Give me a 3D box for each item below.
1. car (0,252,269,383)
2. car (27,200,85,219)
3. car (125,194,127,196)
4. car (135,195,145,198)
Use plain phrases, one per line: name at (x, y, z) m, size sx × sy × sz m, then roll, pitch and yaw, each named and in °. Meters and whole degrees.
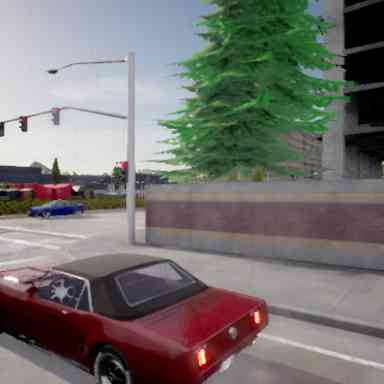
car at (-1.416, 1.611, 4.994) m, size 4.718 × 1.301 × 1.895 m, roll 0°, pitch 0°, yaw 36°
car at (-11.914, 1.490, 29.336) m, size 1.882 × 1.535 × 5.008 m, roll 0°, pitch 0°, yaw 35°
car at (-15.130, 1.557, 88.696) m, size 3.806 × 1.475 × 1.970 m, roll 0°, pitch 0°, yaw 35°
car at (-9.381, 1.276, 70.662) m, size 4.605 × 1.855 × 1.932 m, roll 0°, pitch 0°, yaw 35°
